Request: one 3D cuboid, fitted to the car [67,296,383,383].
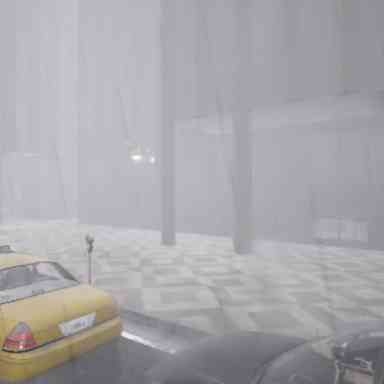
[{"bbox_3d":[1.504,1.551,1.893,4.403,1.369,2.008,0,0,36],"label":"car"}]

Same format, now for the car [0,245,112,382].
[{"bbox_3d":[-3.222,1.525,5.266,4.829,1.417,1.752,0,0,36],"label":"car"}]
